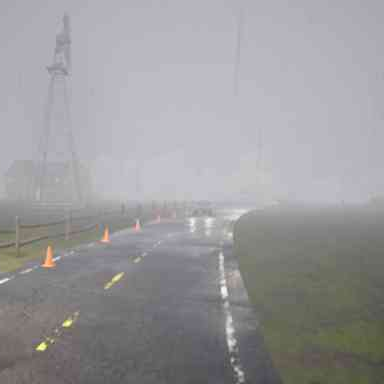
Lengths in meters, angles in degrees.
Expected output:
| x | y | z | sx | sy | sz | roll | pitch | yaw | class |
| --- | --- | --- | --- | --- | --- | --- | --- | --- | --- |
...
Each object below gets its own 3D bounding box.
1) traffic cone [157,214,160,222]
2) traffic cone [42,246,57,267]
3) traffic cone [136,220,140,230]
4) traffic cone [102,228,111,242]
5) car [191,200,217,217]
| x | y | z | sx | sy | sz | roll | pitch | yaw | class |
| --- | --- | --- | --- | --- | --- | --- | --- | --- | --- |
| -2.526 | 1.992 | 25.259 | 0.340 | 0.580 | 0.340 | 0 | 0 | 10 | traffic cone |
| -4.343 | 1.946 | 10.135 | 0.340 | 0.580 | 0.340 | 0 | 0 | 4 | traffic cone |
| -3.292 | 1.972 | 20.238 | 0.340 | 0.580 | 0.340 | 0 | 0 | 8 | traffic cone |
| -3.898 | 1.956 | 15.194 | 0.340 | 0.580 | 0.340 | 0 | 0 | 6 | traffic cone |
| 1.239 | 1.586 | 32.403 | 1.837 | 1.490 | 4.892 | 0 | 0 | 13 | car |
